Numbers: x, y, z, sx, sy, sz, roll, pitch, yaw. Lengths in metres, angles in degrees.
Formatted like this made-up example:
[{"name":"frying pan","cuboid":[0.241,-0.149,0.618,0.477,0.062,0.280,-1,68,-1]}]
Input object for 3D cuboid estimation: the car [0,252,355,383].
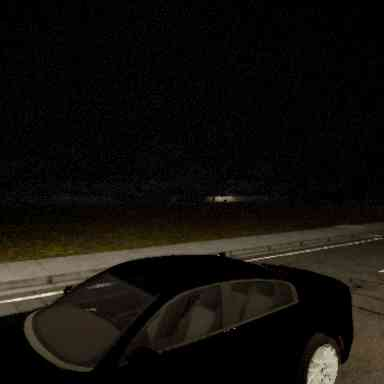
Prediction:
[{"name":"car","cuboid":[-0.317,1.477,3.459,5.008,1.535,1.882,0,0,-35]}]
